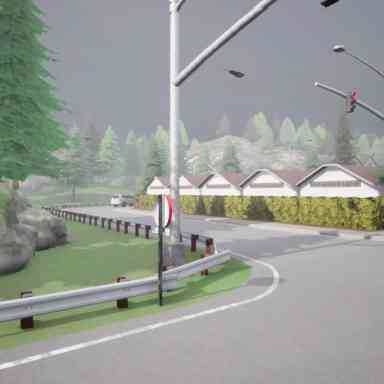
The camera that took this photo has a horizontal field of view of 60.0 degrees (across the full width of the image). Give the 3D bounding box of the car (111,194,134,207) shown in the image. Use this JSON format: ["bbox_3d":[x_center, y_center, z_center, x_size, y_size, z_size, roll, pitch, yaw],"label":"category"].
[{"bbox_3d":[-10.518,1.398,53.859,2.150,2.045,5.566,0,0,36],"label":"car"}]
